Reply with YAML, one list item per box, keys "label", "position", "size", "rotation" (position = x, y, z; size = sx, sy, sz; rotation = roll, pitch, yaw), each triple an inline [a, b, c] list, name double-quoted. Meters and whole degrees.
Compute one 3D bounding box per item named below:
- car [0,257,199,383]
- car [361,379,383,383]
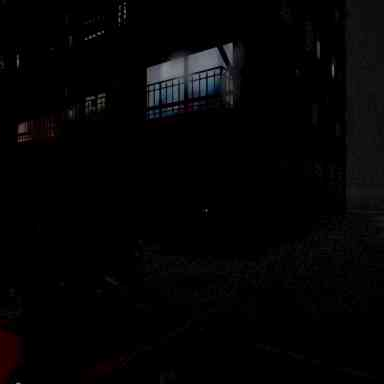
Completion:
- label: "car"
  position: [-2.032, 1.545, 4.327]
  size: [4.507, 1.381, 1.887]
  rotation: [0, 0, 36]
- label: "car"
  position: [2.555, 1.566, 1.052]
  size: [4.313, 1.339, 1.947]
  rotation: [0, 0, 36]
